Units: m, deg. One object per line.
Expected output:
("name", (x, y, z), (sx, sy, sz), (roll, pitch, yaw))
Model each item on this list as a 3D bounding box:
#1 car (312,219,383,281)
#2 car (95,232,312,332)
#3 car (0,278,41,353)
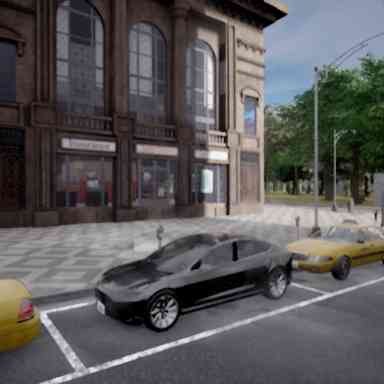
("car", (4.547, 1.520, 9.876), (4.829, 1.417, 1.752), (0, 0, -35))
("car", (0.254, 1.563, 6.824), (4.313, 1.339, 1.947), (0, 0, -35))
("car", (-4.316, 1.526, 3.575), (4.829, 1.417, 1.752), (0, 0, -35))
